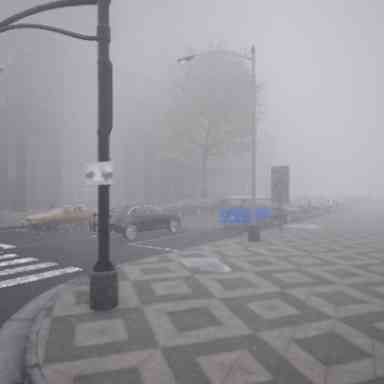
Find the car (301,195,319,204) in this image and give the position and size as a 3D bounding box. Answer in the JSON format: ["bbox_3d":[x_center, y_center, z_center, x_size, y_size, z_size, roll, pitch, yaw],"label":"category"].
[{"bbox_3d":[20.521,1.199,57.741,1.752,1.417,4.829,0,0,35],"label":"car"}]

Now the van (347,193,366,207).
[{"bbox_3d":[21.926,1.011,45.011,1.690,1.788,3.998,0,0,35],"label":"van"}]

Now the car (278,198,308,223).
[{"bbox_3d":[6.234,1.304,22.959,1.947,1.339,4.313,0,0,35],"label":"car"}]

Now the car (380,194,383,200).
[{"bbox_3d":[45.824,1.138,78.594,2.008,1.369,4.403,0,0,35],"label":"car"}]

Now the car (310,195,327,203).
[{"bbox_3d":[23.687,1.213,62.188,2.008,1.369,4.403,0,0,35],"label":"car"}]

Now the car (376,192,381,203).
[{"bbox_3d":[31.441,1.160,58.382,1.752,1.417,4.829,0,0,35],"label":"car"}]

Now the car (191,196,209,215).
[{"bbox_3d":[-0.846,1.308,27.714,1.887,1.381,4.507,0,0,35],"label":"car"}]

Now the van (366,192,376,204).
[{"bbox_3d":[28.204,0.988,53.833,1.690,1.788,3.998,0,0,35],"label":"van"}]

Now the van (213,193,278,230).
[{"bbox_3d":[3.095,1.094,18.549,1.690,1.788,3.998,0,0,35],"label":"van"}]

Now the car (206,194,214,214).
[{"bbox_3d":[2.220,1.064,32.023,2.192,1.841,5.009,0,0,35],"label":"car"}]

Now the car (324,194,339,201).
[{"bbox_3d":[29.410,1.193,70.232,2.008,1.369,4.403,0,0,35],"label":"car"}]

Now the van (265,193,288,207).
[{"bbox_3d":[11.420,1.051,44.951,1.690,1.788,3.998,0,0,35],"label":"van"}]

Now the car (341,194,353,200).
[{"bbox_3d":[38.880,1.163,83.539,2.008,1.369,4.403,0,0,35],"label":"car"}]

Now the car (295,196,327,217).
[{"bbox_3d":[9.372,1.268,27.370,1.887,1.381,4.507,0,0,35],"label":"car"}]

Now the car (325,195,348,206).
[{"bbox_3d":[21.342,1.219,48.958,2.033,1.411,5.357,0,0,35],"label":"car"}]

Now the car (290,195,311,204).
[{"bbox_3d":[17.553,1.251,53.569,1.947,1.339,4.313,0,0,35],"label":"car"}]

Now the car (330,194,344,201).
[{"bbox_3d":[32.567,1.177,74.667,1.887,1.381,4.507,0,0,35],"label":"car"}]

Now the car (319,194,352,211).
[{"bbox_3d":[15.649,1.247,36.191,2.008,1.369,4.403,0,0,35],"label":"car"}]

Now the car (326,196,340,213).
[{"bbox_3d":[12.511,1.291,31.781,1.802,1.307,4.206,0,0,35],"label":"car"}]

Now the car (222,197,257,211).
[{"bbox_3d":[5.287,1.286,36.333,2.008,1.369,4.403,0,0,35],"label":"car"}]

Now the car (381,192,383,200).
[{"bbox_3d":[34.481,1.190,62.654,1.947,1.339,4.313,0,0,35],"label":"car"}]

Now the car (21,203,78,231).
[{"bbox_3d":[-7.084,1.320,18.959,1.752,1.417,4.829,0,0,35],"label":"car"}]

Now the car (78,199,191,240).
[{"bbox_3d":[-2.448,1.270,15.528,2.128,1.511,4.902,0,0,35],"label":"car"}]
